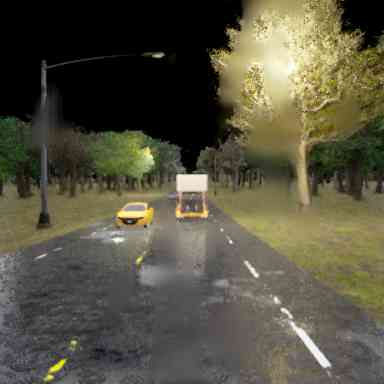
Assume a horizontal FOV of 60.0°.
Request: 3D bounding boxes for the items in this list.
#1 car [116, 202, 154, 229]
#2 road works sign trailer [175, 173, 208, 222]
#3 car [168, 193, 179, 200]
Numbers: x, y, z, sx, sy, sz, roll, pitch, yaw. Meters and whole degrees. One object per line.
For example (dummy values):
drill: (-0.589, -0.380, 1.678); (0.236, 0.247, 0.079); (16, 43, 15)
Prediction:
car: (-3.601, 1.429, 21.683); (1.882, 1.535, 5.008); (0, 0, 0)
road works sign trailer: (-0.002, 0.382, 25.247); (2.380, 3.560, 2.880); (0, 1, 0)
car: (-3.524, 0.805, 62.830); (1.895, 1.301, 4.718); (0, 2, 1)
